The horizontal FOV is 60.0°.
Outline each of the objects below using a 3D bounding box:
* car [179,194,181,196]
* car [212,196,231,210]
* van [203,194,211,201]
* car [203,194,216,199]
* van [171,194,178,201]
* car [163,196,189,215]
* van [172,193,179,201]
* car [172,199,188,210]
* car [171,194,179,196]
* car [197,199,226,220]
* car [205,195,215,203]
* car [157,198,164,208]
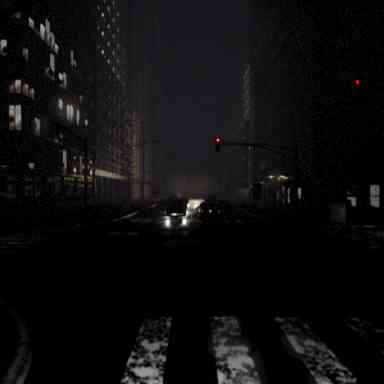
[{"bbox_3d":[-1.588,1.571,64.271,1.895,1.301,4.718,0,0,0],"label":"car"},{"bbox_3d":[3.910,1.561,41.985,1.947,1.339,4.313,0,0,0],"label":"car"},{"bbox_3d":[3.682,1.287,80.676,1.690,1.788,3.998,0,0,0],"label":"van"},{"bbox_3d":[3.759,1.285,64.093,2.192,1.841,5.009,0,0,0],"label":"car"},{"bbox_3d":[-4.198,1.287,80.640,1.690,1.788,3.998,0,0,0],"label":"van"},{"bbox_3d":[-1.512,1.480,33.483,1.882,1.535,5.008,0,0,0],"label":"car"},{"bbox_3d":[-4.223,1.278,86.168,1.690,1.788,3.998,0,0,0],"label":"van"},{"bbox_3d":[-1.552,1.594,44.834,1.895,1.301,4.718,0,0,0],"label":"car"},{"bbox_3d":[-4.121,1.536,64.057,1.947,1.339,4.313,0,0,0],"label":"car"},{"bbox_3d":[1.436,1.554,28.460,2.033,1.411,5.357,0,0,0],"label":"car"},{"bbox_3d":[3.733,1.402,69.622,1.967,1.590,4.097,0,0,0],"label":"car"},{"bbox_3d":[-4.045,1.572,47.475,1.802,1.307,4.206,0,0,0],"label":"car"}]
